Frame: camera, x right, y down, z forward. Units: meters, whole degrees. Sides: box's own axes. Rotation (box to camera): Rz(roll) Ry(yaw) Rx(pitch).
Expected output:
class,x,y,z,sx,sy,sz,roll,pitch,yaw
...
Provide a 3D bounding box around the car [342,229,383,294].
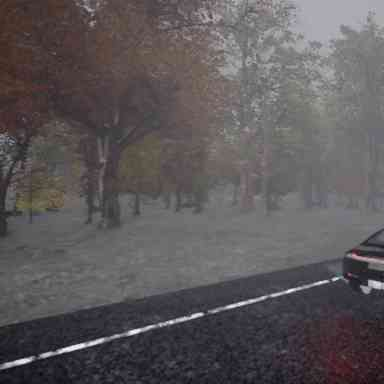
class,x,y,z,sx,sy,sz,roll,pitch,yaw
car,5.403,1.519,7.595,4.902,1.511,2.128,0,0,-35
